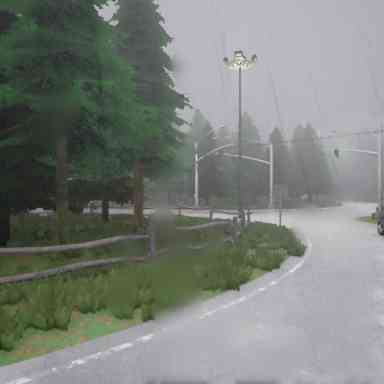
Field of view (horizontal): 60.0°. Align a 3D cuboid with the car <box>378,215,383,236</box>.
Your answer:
[{"bbox_3d":[10.266,1.352,15.402,2.097,1.767,4.553,0,0,15],"label":"car"}]
